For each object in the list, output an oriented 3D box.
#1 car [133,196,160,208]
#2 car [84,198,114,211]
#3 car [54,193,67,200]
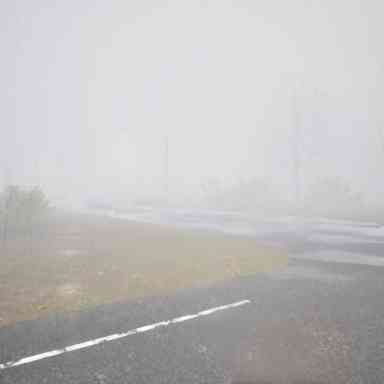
[{"bbox_3d":[-6.137,1.298,44.419,1.882,1.535,5.008,0,0,-37],"label":"car"},{"bbox_3d":[-11.088,1.386,39.339,2.033,1.411,5.357,0,0,-36],"label":"car"},{"bbox_3d":[-30.090,1.093,75.977,1.837,1.490,4.892,0,0,-37],"label":"car"}]
